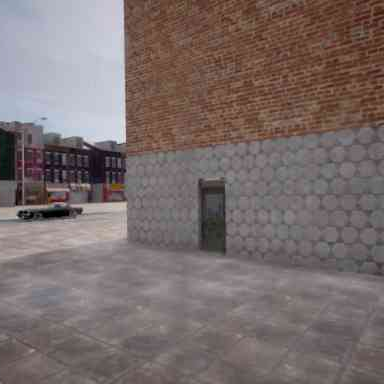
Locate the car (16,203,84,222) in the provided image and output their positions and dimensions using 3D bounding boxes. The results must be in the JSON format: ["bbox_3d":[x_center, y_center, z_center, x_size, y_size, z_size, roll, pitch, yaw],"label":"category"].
[{"bbox_3d":[-11.012,1.510,25.997,1.895,1.301,4.718,-2,0,36],"label":"car"}]
